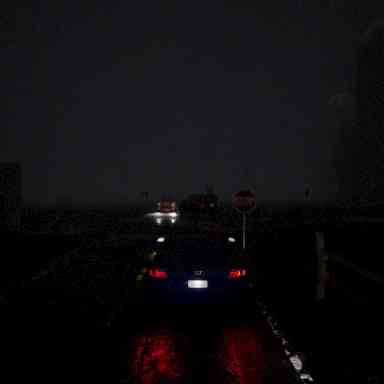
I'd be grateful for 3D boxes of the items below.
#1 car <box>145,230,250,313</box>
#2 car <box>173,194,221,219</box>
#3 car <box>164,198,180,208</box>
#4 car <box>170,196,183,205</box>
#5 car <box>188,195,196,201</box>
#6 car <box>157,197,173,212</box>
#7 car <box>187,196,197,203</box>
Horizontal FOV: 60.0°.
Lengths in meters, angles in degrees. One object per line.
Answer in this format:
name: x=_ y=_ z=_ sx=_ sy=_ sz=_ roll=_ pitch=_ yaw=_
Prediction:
car: x=0.103 y=1.562 z=7.765 sx=1.994 sy=1.385 sz=4.181 roll=0 pitch=0 yaw=0
car: x=0.562 y=1.223 z=29.926 sx=2.150 sy=2.045 sz=5.566 roll=-2 pitch=1 yaw=-24
car: x=-2.815 y=1.558 z=48.931 sx=2.033 sy=1.411 sz=5.357 roll=0 pitch=0 yaw=0
car: x=-2.787 y=1.514 z=60.067 sx=2.128 sy=1.511 sz=4.902 roll=0 pitch=0 yaw=0
car: x=0.048 y=1.484 z=79.344 sx=1.994 sy=1.385 sz=4.181 roll=0 pitch=0 yaw=0
car: x=-2.827 y=1.356 z=38.662 sx=2.097 sy=1.767 sz=4.553 roll=0 pitch=0 yaw=0
car: x=0.042 y=1.580 z=68.919 sx=2.033 sy=1.411 sz=5.357 roll=0 pitch=0 yaw=0
